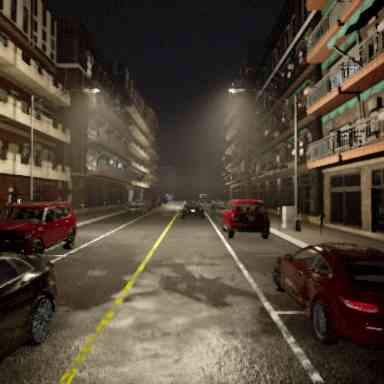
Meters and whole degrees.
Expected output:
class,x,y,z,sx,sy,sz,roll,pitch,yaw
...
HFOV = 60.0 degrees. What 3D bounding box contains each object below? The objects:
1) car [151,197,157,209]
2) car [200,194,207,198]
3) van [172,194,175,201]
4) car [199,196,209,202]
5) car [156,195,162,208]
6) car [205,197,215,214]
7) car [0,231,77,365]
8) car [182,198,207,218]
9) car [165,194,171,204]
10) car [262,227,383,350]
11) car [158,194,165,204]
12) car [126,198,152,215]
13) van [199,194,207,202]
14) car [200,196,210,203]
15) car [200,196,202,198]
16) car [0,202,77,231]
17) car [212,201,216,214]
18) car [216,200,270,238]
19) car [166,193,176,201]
class,x,y,z,sx,sy,sz,roll,pitch,yaw
car,-5.702,1.529,39.924,1.752,1.417,4.829,1,0,0
car,2.668,1.536,62.876,1.752,1.417,4.829,1,0,0
van,-5.723,1.362,85.386,1.690,1.788,3.998,1,0,0
car,2.668,1.582,74.029,1.947,1.339,4.313,1,0,0
car,-5.705,1.549,45.754,1.887,1.381,4.507,1,0,0
car,2.682,1.554,34.397,2.008,1.369,4.403,1,0,0
car,-3.099,1.491,3.509,2.128,1.511,4.902,0,0,0
car,0.083,1.566,30.261,1.994,1.385,4.181,0,0,0
car,-5.710,1.326,62.740,2.192,1.841,5.009,1,0,0
car,2.697,1.582,6.088,1.802,1.307,4.206,1,0,0
car,-5.706,1.447,51.417,1.967,1.590,4.097,1,0,0
car,-5.698,1.553,34.431,2.008,1.369,4.403,1,0,0
van,2.647,1.359,79.691,1.690,1.788,3.998,1,0,0
car,2.667,1.558,68.367,1.887,1.381,4.507,1,0,0
car,0.074,1.606,45.882,1.895,1.301,4.718,0,0,0
car,-5.682,1.315,11.785,2.192,1.841,5.009,1,0,0
car,2.688,1.568,23.073,1.947,1.339,4.313,1,0,0
car,2.695,1.316,17.411,2.192,1.841,5.009,1,0,0
car,-5.726,1.340,91.048,2.192,1.841,5.009,1,0,0
